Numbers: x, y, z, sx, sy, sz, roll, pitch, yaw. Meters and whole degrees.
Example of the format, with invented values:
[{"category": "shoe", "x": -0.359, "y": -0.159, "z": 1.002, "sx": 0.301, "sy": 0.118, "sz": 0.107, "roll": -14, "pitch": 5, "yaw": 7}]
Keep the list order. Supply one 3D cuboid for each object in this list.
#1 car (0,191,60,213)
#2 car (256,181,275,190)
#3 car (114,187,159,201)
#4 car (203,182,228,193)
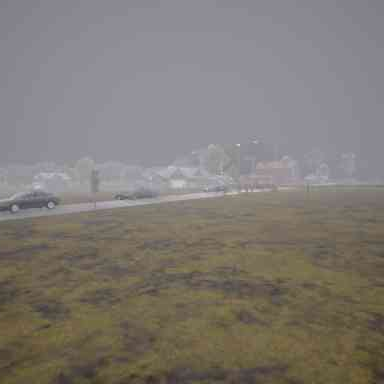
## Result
[{"category": "car", "x": -12.936, "y": 0.722, "z": 26.244, "sx": 1.837, "sy": 1.490, "sz": 4.892, "roll": 1, "pitch": 3, "yaw": 36}, {"category": "car", "x": 12.637, "y": -1.150, "z": 56.383, "sx": 1.882, "sy": 1.535, "sz": 5.008, "roll": 1, "pitch": 3, "yaw": 36}, {"category": "car", "x": -5.848, "y": 0.172, "z": 35.979, "sx": 2.033, "sy": 1.411, "sz": 5.357, "roll": 1, "pitch": 3, "yaw": 36}, {"category": "car", "x": 3.522, "y": -0.642, "z": 48.800, "sx": 2.128, "sy": 1.511, "sz": 4.902, "roll": 1, "pitch": 3, "yaw": 36}]
